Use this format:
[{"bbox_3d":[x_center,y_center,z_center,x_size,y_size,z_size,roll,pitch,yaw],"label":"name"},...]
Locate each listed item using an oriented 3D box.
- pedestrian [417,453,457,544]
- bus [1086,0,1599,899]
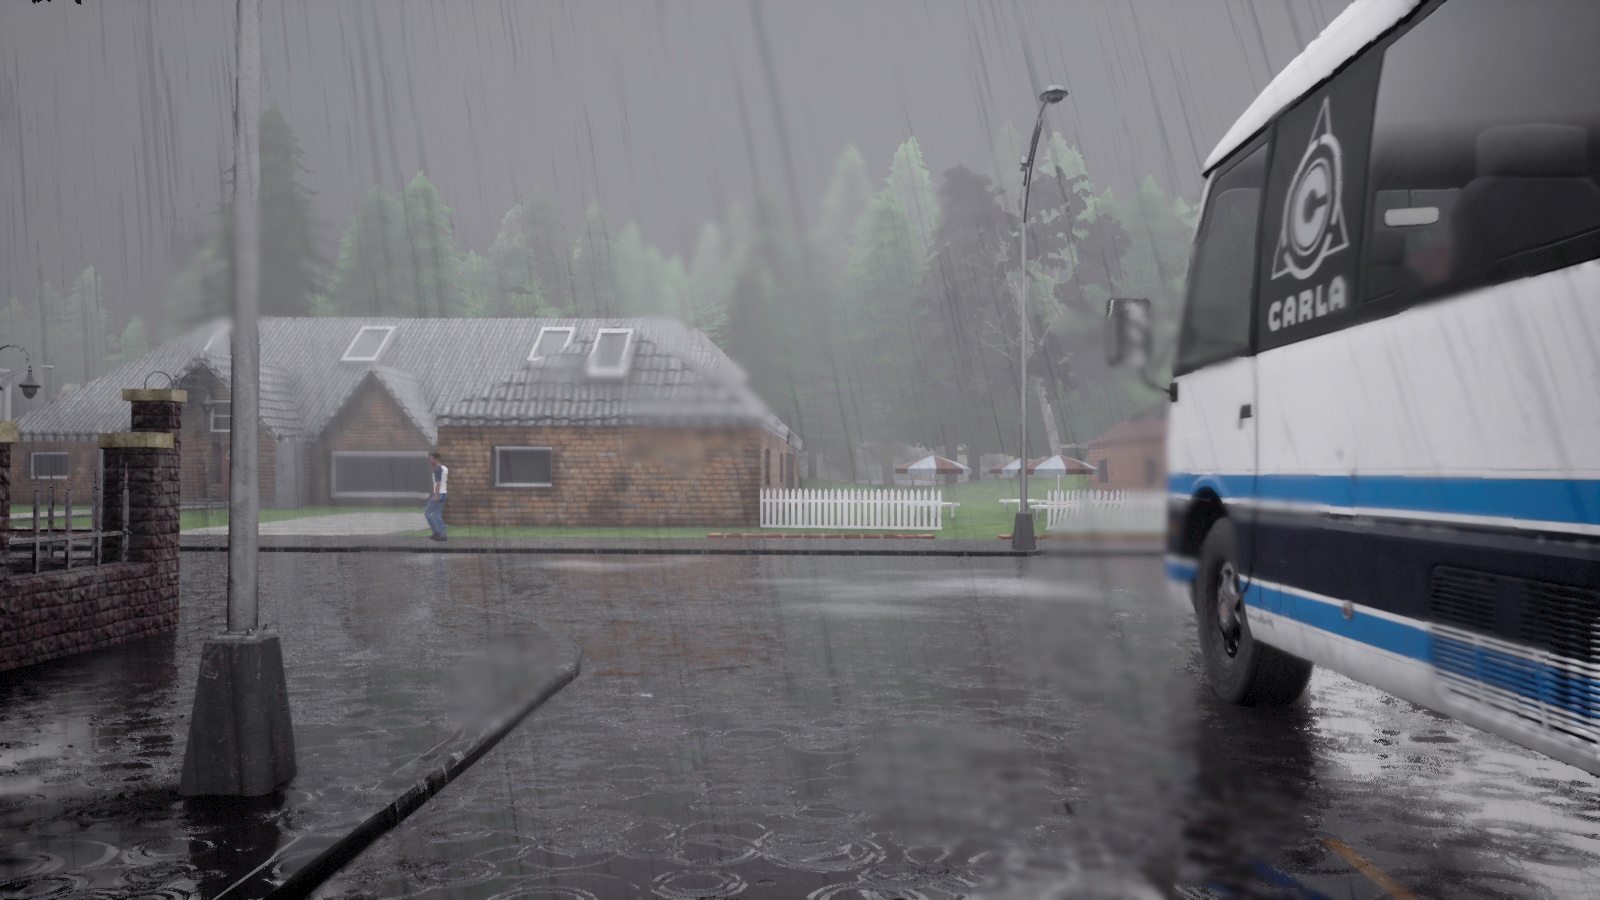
[{"bbox_3d":[-7.377,0.977,25.558,0.706,1.836,0.354,0,-1,1],"label":"pedestrian"},{"bbox_3d":[4.257,-0.488,5.419,3.944,4.253,10.273,0,-1,2],"label":"bus"}]
